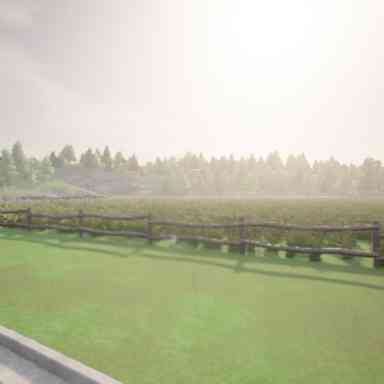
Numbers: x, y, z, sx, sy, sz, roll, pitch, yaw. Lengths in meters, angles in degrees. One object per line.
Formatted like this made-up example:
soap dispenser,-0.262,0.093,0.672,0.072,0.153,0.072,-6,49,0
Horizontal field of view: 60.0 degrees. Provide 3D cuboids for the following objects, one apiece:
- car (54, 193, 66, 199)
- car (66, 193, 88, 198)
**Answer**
car,-33.058,1.480,86.640,1.895,1.301,4.718,0,0,12
car,-29.643,1.408,85.873,2.128,1.511,4.902,0,0,12
